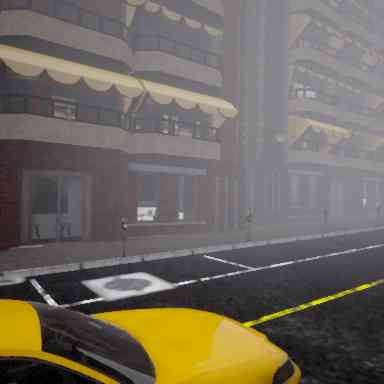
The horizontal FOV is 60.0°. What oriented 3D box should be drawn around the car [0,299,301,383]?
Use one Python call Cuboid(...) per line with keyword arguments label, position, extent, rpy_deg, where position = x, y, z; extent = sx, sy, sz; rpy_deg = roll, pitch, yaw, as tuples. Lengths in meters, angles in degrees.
Cuboid(label="car", position=(-1.474, 1.456, 2.229), extent=(5.366, 1.575, 1.801), rpy_deg=(0, 0, -35))
